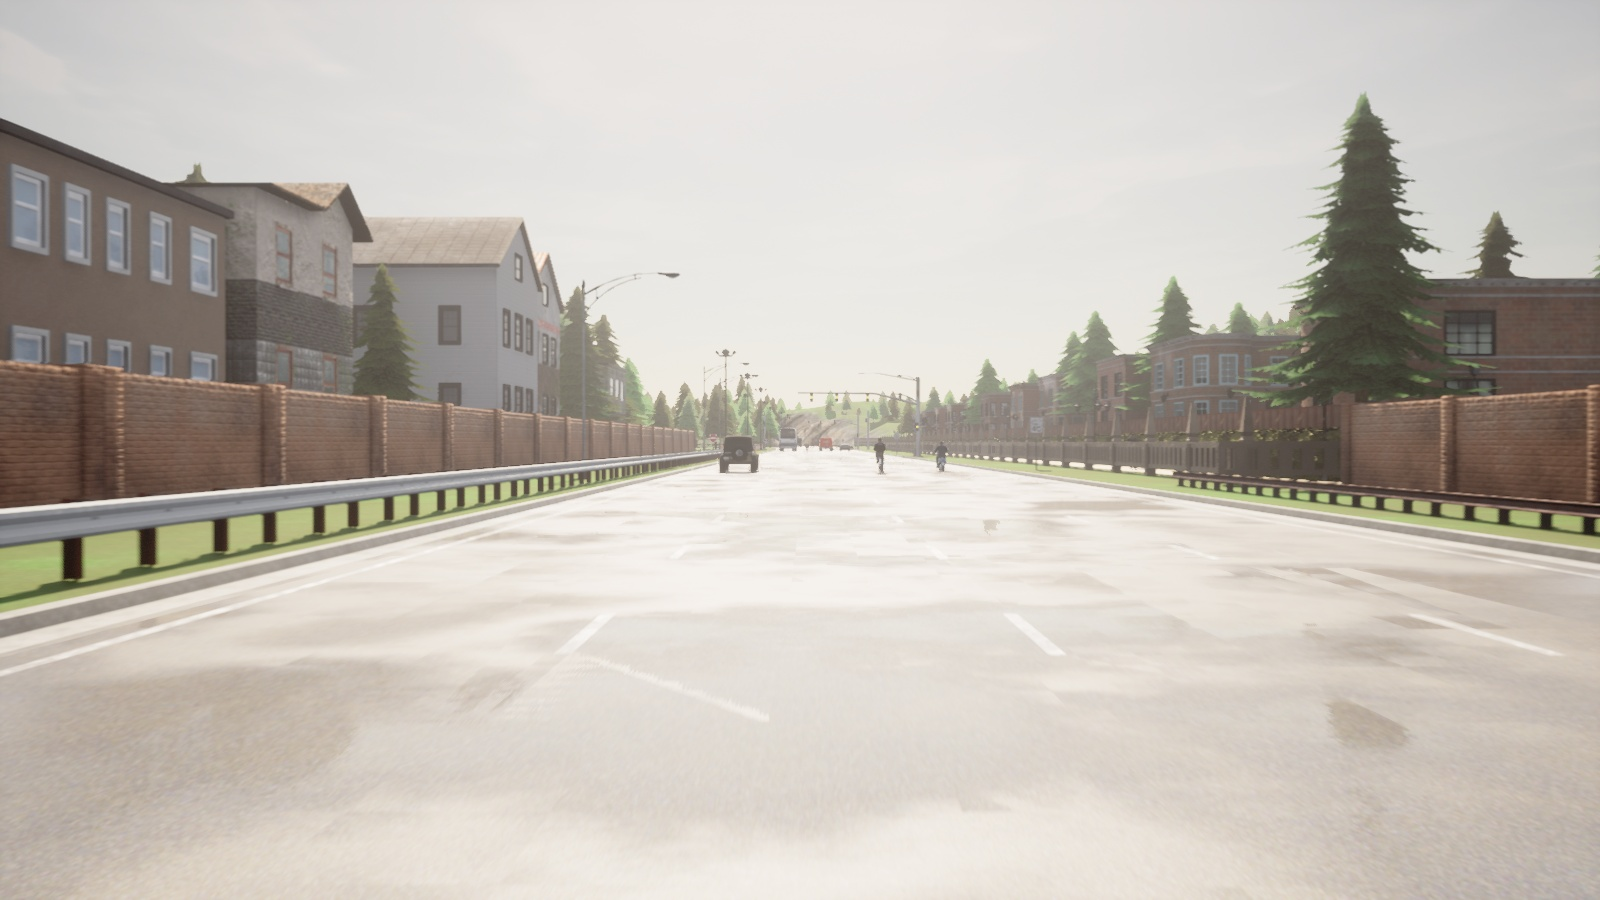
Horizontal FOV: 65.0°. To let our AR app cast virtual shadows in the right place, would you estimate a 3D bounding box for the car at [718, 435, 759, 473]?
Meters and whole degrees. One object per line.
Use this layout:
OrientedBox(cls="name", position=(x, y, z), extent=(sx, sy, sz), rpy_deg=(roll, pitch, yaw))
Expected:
OrientedBox(cls="car", position=(-3.118, 0.178, 64.600), extent=(1.905, 1.878, 3.866), rpy_deg=(0, 0, 0))
